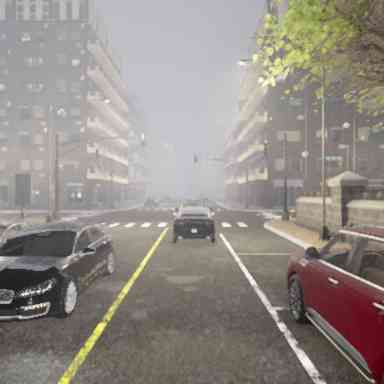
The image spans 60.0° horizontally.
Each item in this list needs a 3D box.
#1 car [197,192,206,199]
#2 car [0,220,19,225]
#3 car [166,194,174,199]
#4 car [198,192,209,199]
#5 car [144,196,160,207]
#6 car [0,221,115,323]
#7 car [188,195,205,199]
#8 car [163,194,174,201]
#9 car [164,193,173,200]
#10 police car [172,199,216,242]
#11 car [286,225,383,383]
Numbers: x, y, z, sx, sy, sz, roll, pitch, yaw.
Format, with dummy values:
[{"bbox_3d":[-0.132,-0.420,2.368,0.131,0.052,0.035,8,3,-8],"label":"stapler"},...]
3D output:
[{"bbox_3d":[2.681,0.940,92.734,2.192,1.841,5.009,1,0,0],"label":"car"},{"bbox_3d":[-5.684,1.523,9.513,2.008,1.369,4.403,1,0,0],"label":"car"},{"bbox_3d":[-5.702,1.236,87.100,1.802,1.307,4.206,1,0,0],"label":"car"},{"bbox_3d":[2.682,1.302,70.085,1.947,1.339,4.313,1,0,0],"label":"car"},{"bbox_3d":[-5.691,1.274,47.457,1.967,1.590,4.097,1,0,0],"label":"car"},{"bbox_3d":[-3.048,1.484,7.417,1.837,1.490,4.892,0,0,1],"label":"car"},{"bbox_3d":[0.090,1.420,37.711,2.033,1.411,5.357,0,0,0],"label":"car"},{"bbox_3d":[-5.699,1.275,75.775,1.947,1.339,4.313,1,0,0],"label":"car"},{"bbox_3d":[-5.699,1.122,81.436,1.967,1.590,4.097,1,0,0],"label":"car"},{"bbox_3d":[0.100,1.376,16.202,1.930,1.638,5.238,0,0,0],"label":"police car"},{"bbox_3d":[2.700,1.303,4.032,2.192,1.841,5.009,1,0,0],"label":"car"}]
